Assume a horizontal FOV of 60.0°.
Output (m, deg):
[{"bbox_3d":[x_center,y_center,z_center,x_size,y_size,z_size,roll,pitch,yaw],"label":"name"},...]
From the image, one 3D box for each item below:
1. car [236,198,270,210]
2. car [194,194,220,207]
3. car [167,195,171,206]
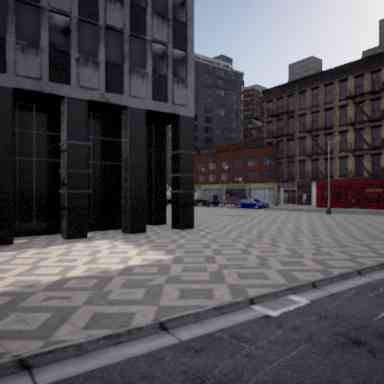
[{"bbox_3d":[7.941,1.616,43.854,1.882,1.535,5.008,0,0,-36],"label":"car"},{"bbox_3d":[2.368,1.443,56.787,2.150,2.045,5.566,0,0,-36],"label":"car"},{"bbox_3d":[-2.805,1.569,58.687,2.150,2.045,5.566,0,0,-36],"label":"car"}]
